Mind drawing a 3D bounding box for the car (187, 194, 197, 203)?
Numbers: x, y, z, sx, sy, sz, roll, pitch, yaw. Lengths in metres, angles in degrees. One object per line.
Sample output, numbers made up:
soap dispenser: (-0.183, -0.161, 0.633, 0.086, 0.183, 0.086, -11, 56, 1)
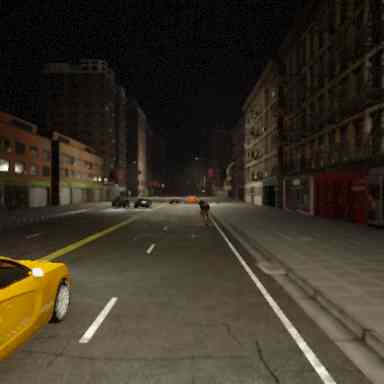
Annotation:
car: (0.024, 1.278, 69.478, 2.097, 1.767, 4.553, 0, 0, 0)

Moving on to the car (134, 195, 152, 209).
car: (-6.577, 1.510, 44.913, 2.033, 1.411, 5.357, 0, 0, 0)

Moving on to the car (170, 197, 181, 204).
car: (-3.155, 1.534, 63.415, 1.895, 1.301, 4.718, 0, 0, 0)

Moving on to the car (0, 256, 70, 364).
car: (-3.150, 1.475, 4.120, 1.882, 1.535, 5.008, 0, 0, 0)

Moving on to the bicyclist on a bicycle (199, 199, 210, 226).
bicyclist on a bicycle: (0.891, 1.358, 21.599, 0.659, 1.776, 1.843, 0, 0, 0)

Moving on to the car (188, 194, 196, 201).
car: (-0.006, 1.383, 80.642, 1.882, 1.535, 5.008, 0, 0, 0)

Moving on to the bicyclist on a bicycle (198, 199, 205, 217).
bicyclist on a bicycle: (0.890, 1.433, 30.538, 0.582, 1.620, 1.656, 0, 0, 0)

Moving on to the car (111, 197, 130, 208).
car: (-9.823, 1.454, 46.131, 2.128, 1.511, 4.902, 0, 0, 0)
